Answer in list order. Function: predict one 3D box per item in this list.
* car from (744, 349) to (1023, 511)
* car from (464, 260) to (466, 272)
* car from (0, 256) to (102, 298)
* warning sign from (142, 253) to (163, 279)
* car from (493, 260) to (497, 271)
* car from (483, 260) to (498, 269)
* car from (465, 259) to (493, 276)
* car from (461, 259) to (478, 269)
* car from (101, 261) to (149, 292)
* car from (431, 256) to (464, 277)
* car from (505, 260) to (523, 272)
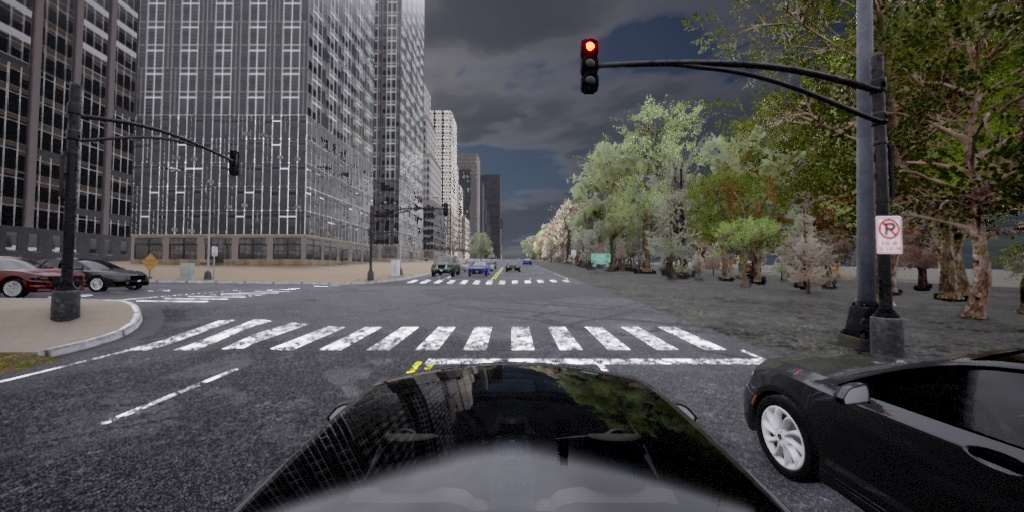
[{"bbox_3d":[3.348,1.248,1.788,1.837,1.490,4.892,-1,0,0],"label":"car"},{"bbox_3d":[-6.589,1.373,45.991,1.895,1.301,4.718,0,0,0],"label":"car"},{"bbox_3d":[-19.373,0.744,13.594,5.008,1.535,1.882,1,-2,-3],"label":"car"},{"bbox_3d":[-26.158,0.730,25.879,1.060,1.860,1.300,0,0,-4],"label":"warning sign"},{"bbox_3d":[-3.345,1.373,46.403,1.895,1.301,4.718,0,0,0],"label":"car"},{"bbox_3d":[-3.338,1.325,56.617,2.033,1.411,5.357,0,0,0],"label":"car"},{"bbox_3d":[-3.341,1.245,37.078,1.882,1.535,5.008,0,0,0],"label":"car"},{"bbox_3d":[-6.581,1.269,56.366,2.128,1.511,4.902,0,0,0],"label":"car"},{"bbox_3d":[-20.054,0.879,16.809,4.892,1.490,1.837,1,-2,-4],"label":"car"},{"bbox_3d":[-6.598,0.988,36.222,2.150,2.045,5.566,0,0,0],"label":"car"},{"bbox_3d":[0.107,1.374,47.467,1.895,1.301,4.718,0,0,0],"label":"car"}]
